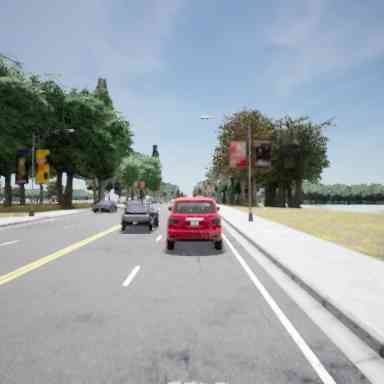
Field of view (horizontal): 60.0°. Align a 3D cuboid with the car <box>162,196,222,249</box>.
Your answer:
[{"bbox_3d":[0.100,1.243,14.780,2.150,2.045,5.566,0,0,0],"label":"car"}]

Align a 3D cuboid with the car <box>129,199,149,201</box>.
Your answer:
[{"bbox_3d":[-6.590,1.635,38.205,2.128,1.511,4.902,0,-1,0],"label":"car"}]

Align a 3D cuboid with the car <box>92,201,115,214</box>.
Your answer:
[{"bbox_3d":[-9.844,1.691,38.166,2.033,1.411,5.357,0,-1,0],"label":"car"}]

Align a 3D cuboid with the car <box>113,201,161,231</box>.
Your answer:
[{"bbox_3d":[-3.149,1.529,20.871,2.128,1.511,4.902,0,0,0],"label":"car"}]

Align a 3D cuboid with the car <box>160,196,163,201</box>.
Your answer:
[{"bbox_3d":[-6.496,1.726,79.330,2.097,1.767,4.553,0,-1,0],"label":"car"}]

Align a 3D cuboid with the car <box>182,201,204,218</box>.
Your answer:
[{"bbox_3d":[0.102,1.648,32.727,2.033,1.411,5.357,0,0,0],"label":"car"}]
